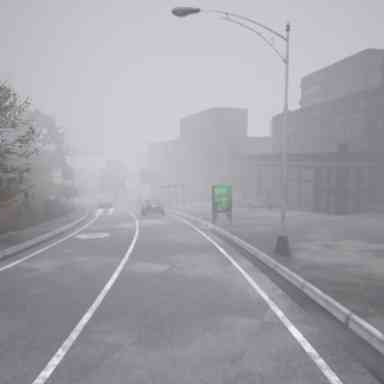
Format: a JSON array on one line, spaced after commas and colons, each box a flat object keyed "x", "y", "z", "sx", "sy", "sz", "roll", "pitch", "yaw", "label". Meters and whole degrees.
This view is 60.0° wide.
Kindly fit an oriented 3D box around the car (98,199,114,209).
[{"x": -13.378, "y": 1.780, "z": 51.096, "sx": 1.812, "sy": 1.442, "sz": 4.674, "roll": -2, "pitch": 0, "yaw": -21, "label": "car"}]

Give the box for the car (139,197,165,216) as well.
[{"x": -4.036, "y": 1.374, "z": 32.921, "sx": 2.097, "sy": 1.767, "sz": 4.553, "roll": -2, "pitch": 0, "yaw": -13, "label": "car"}]
